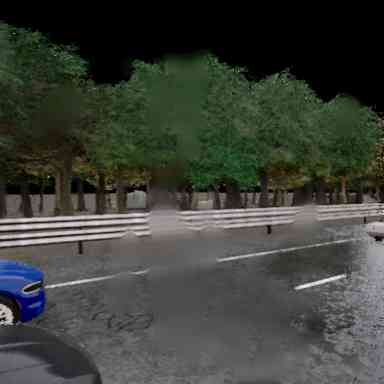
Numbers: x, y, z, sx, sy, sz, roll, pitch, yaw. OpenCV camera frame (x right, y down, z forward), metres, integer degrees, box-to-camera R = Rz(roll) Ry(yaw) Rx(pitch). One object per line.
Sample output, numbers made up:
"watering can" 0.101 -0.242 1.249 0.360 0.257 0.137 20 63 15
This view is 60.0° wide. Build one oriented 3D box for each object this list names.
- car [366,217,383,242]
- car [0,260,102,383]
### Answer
"car" 10.043 1.601 15.204 4.718 1.301 1.895 0 0 -35
"car" -2.899 1.505 1.677 4.892 1.490 1.837 0 0 -35
